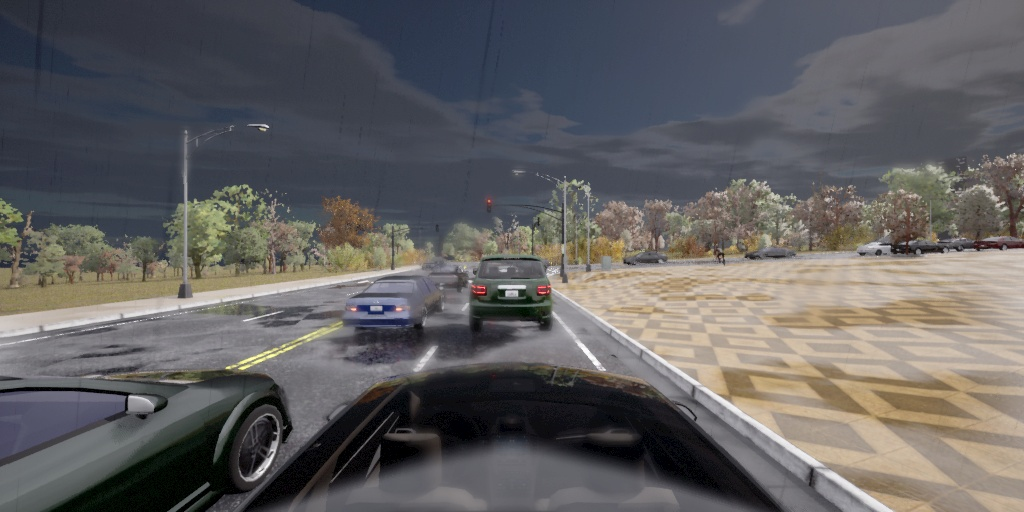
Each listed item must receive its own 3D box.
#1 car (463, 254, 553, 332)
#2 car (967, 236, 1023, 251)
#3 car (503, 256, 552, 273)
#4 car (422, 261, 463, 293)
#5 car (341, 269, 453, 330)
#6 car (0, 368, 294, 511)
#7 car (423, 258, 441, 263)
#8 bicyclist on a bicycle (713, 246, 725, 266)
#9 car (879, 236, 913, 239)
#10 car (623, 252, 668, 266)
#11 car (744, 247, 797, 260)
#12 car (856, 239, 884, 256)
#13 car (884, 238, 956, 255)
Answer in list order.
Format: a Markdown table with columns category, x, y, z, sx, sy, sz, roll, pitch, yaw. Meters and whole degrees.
| category | x | y | z | sx | sy | sz | roll | pitch | yaw |
| --- | --- | --- | --- | --- | --- | --- | --- | --- | --- |
| car | -0.060 | 0.977 | 11.089 | 2.150 | 2.045 | 5.566 | 0 | 0 | -1 |
| car | 51.168 | -1.315 | 37.416 | 5.008 | 1.535 | 1.882 | -3 | 0 | -7 |
| car | 1.708 | 0.920 | 39.473 | 4.902 | 1.511 | 2.128 | -3 | 0 | -16 |
| car | -3.618 | 1.257 | 20.839 | 2.128 | 1.511 | 4.902 | 0 | 0 | 0 |
| car | -3.308 | 1.303 | 11.092 | 2.033 | 1.411 | 5.357 | 0 | 0 | -1 |
| car | -3.173 | 1.314 | 1.870 | 1.994 | 1.385 | 4.181 | 0 | 0 | 0 |
| car | -12.527 | 1.407 | 54.823 | 1.994 | 1.385 | 4.181 | 0 | 0 | -5 |
| bicyclist on a bicycle | 17.409 | 0.005 | 30.187 | 0.582 | 1.620 | 1.656 | -2 | 0 | -3 |
| car | 45.800 | -1.350 | 43.334 | 5.566 | 2.045 | 2.150 | -3 | 0 | -6 |
| car | 15.203 | 0.318 | 40.998 | 4.892 | 1.490 | 1.837 | -3 | 0 | -3 |
| car | 30.211 | -0.319 | 41.958 | 5.357 | 1.411 | 2.033 | -3 | 0 | -4 |
| car | 40.587 | -0.804 | 39.486 | 4.674 | 1.442 | 1.812 | -3 | 0 | -6 |
| car | 41.249 | -0.878 | 36.286 | 5.008 | 1.535 | 1.882 | -3 | 0 | -5 |
